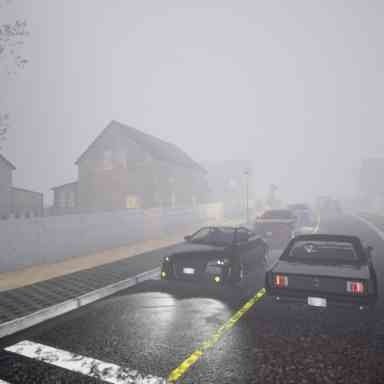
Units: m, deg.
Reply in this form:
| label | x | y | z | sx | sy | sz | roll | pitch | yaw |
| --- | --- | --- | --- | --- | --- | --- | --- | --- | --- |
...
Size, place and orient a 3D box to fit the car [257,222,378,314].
| label | x | y | z | sx | sy | sz | roll | pitch | yaw |
| --- | --- | --- | --- | --- | --- | --- | --- | --- | --- |
| car | 3.174 | 1.630 | 7.771 | 1.895 | 1.301 | 4.718 | -2 | -1 | 27 |

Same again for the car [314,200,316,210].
| label | x | y | z | sx | sy | sz | roll | pitch | yaw |
| --- | --- | --- | --- | --- | --- | --- | --- | --- | --- |
| car | 12.030 | 1.827 | 35.938 | 2.033 | 1.411 | 5.357 | -2 | -1 | 20 |

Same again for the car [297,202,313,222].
| label | x | y | z | sx | sy | sz | roll | pitch | yaw |
| --- | --- | --- | --- | --- | --- | --- | --- | --- | --- |
| car | 8.351 | 1.680 | 26.328 | 1.882 | 1.535 | 5.008 | -2 | -1 | 22 |

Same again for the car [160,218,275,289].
| label | x | y | z | sx | sy | sz | roll | pitch | yaw |
| --- | --- | --- | --- | --- | --- | --- | --- | --- | --- |
| car | 0.819 | 1.687 | 9.631 | 1.994 | 1.385 | 4.181 | -2 | -1 | 27 |

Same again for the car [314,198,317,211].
| label | x | y | z | sx | sy | sz | roll | pitch | yaw |
| --- | --- | --- | --- | --- | --- | --- | --- | --- | --- |
| car | 18.266 | 1.554 | 46.158 | 2.150 | 2.045 | 5.566 | -1 | -1 | 16 |

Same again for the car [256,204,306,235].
| label | x | y | z | sx | sy | sz | roll | pitch | yaw |
| --- | --- | --- | --- | --- | --- | --- | --- | --- | --- |
| car | 4.557 | 1.631 | 17.468 | 1.882 | 1.535 | 5.008 | -2 | -1 | 24 |

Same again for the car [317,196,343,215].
| label | x | y | z | sx | sy | sz | roll | pitch | yaw |
| --- | --- | --- | --- | --- | --- | --- | --- | --- | --- |
| car | 15.347 | 1.575 | 36.842 | 2.097 | 1.767 | 4.553 | -2 | -1 | 19 |
